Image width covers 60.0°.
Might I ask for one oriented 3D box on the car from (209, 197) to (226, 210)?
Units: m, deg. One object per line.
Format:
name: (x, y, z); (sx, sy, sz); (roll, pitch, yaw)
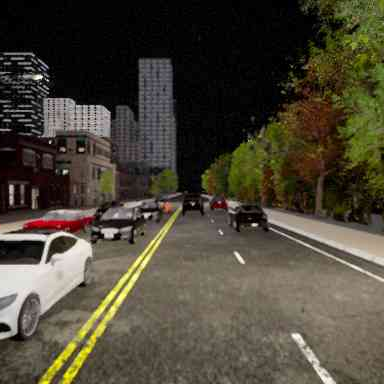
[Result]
car: (3.346, 1.363, 42.387); (2.097, 1.767, 4.553); (0, 0, 0)

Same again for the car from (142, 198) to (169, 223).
car: (-3.253, 1.499, 25.927); (2.128, 1.511, 4.902); (0, 0, 0)

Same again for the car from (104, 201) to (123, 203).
car: (-6.505, 1.513, 27.143); (1.837, 1.490, 4.892); (0, 0, 0)

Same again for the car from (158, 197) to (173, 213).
car: (-3.255, 1.362, 36.213); (2.097, 1.767, 4.553); (0, 0, 0)

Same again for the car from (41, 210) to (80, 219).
car: (-6.571, 1.606, 16.775); (1.895, 1.301, 4.718); (0, 0, 0)

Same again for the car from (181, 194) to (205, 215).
car: (0.098, 1.232, 33.771); (2.150, 2.045, 5.566); (0, 0, 0)

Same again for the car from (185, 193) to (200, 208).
car: (0.083, 1.234, 49.278); (2.150, 2.045, 5.566); (0, 0, 0)

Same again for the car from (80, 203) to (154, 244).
car: (-3.326, 1.496, 15.841); (2.128, 1.511, 4.902); (0, 0, 0)

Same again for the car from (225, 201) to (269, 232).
car: (3.348, 1.510, 20.239); (1.837, 1.490, 4.892); (0, 0, 0)

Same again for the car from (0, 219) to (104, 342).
car: (-3.345, 1.528, 6.620); (1.812, 1.442, 4.674); (0, 0, 0)
